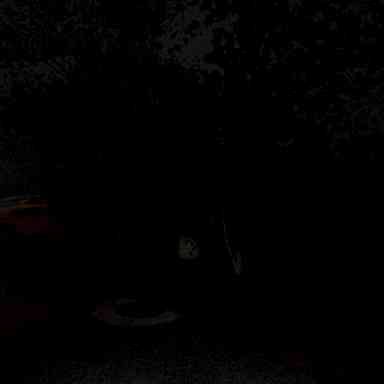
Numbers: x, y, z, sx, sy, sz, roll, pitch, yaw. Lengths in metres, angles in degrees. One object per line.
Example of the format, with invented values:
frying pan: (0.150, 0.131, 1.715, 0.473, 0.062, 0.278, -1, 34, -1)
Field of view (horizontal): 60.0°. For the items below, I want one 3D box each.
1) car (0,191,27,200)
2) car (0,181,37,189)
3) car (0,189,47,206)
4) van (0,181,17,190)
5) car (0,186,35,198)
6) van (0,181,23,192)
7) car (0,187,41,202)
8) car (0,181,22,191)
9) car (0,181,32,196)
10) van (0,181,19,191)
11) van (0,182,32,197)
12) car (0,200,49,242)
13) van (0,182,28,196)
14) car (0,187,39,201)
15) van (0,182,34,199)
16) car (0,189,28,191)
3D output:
car: (-8.287, 1.060, 17.659, 4.553, 1.767, 2.185, 1, 2, -30)
car: (-15.193, 0.358, 29.500, 5.566, 2.045, 2.435, 1, 2, -30)
car: (-16.645, 0.521, 31.870, 4.792, 1.488, 2.163, 1, 2, -30)
van: (-43.278, -1.553, 77.365, 4.442, 1.987, 1.878, 1, 1, -30)
car: (-23.584, -0.030, 43.835, 5.008, 1.535, 2.097, 1, 1, -30)
van: (-34.703, -0.996, 63.127, 4.442, 1.987, 1.878, 1, 1, -30)
car: (-19.447, 0.293, 36.788, 4.792, 1.488, 2.163, 1, 2, -30)
car: (-39.012, -1.300, 70.228, 5.566, 2.045, 2.435, 1, 1, -30)
car: (-27.789, -0.558, 50.987, 5.566, 2.045, 2.435, 1, 1, -30)
van: (-40.283, -1.365, 72.693, 4.442, 1.987, 1.878, 1, 1, -30)
van: (-24.876, -0.346, 46.277, 4.442, 1.987, 1.878, 1, 1, -30)
car: (-6.928, 1.301, 15.252, 5.008, 1.535, 2.097, 1, 2, -30)
van: (-26.472, -0.442, 48.551, 4.442, 1.987, 1.878, 1, 1, -30)
car: (-20.776, 0.193, 39.067, 4.792, 1.488, 2.163, 1, 1, -30)
van: (-22.272, -0.162, 41.368, 4.442, 1.987, 1.878, 1, 2, -31)
car: (-12.598, 0.835, 24.618, 5.366, 1.575, 1.946, 1, 2, -30)
